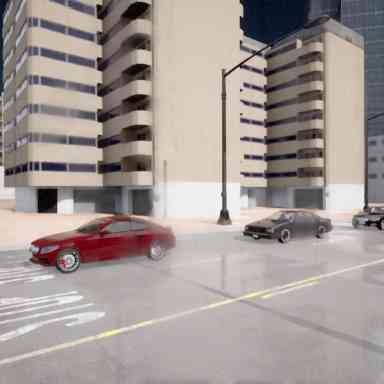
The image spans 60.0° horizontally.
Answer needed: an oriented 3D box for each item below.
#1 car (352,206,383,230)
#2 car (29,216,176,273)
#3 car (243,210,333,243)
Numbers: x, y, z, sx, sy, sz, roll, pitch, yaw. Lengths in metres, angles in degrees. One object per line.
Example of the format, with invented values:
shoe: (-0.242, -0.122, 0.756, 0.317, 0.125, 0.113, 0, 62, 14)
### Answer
car: (12.770, 1.726, 22.670, 4.902, 1.511, 2.128, 1, -1, -38)
car: (-2.687, 1.529, 10.779, 4.674, 1.442, 1.812, 0, 0, -38)
car: (4.972, 1.636, 16.681, 5.357, 1.411, 2.033, 1, -1, -38)
